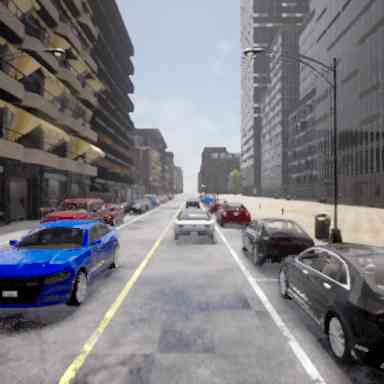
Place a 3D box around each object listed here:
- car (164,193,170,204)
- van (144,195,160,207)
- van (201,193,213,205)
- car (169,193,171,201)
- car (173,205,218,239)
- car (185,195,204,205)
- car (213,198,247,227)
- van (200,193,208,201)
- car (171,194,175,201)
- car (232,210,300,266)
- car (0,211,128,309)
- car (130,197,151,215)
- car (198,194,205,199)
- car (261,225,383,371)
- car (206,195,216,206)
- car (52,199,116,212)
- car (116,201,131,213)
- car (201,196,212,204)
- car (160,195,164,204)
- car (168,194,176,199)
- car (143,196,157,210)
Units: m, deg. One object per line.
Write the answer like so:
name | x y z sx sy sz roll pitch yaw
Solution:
car | -5.676 1.424 61.295 2.008 1.369 4.403 1 0 0
van | -5.673 1.247 44.587 1.690 1.788 3.998 1 0 0
van | 2.707 1.236 50.156 1.690 1.788 3.998 1 0 0
car | -5.675 1.388 66.696 1.752 1.417 4.829 1 0 0
car | 0.101 1.564 17.027 1.895 1.301 4.718 0 0 0
car | 0.102 1.456 43.550 2.033 1.411 5.357 0 0 0
car | 2.704 1.392 22.306 1.967 1.590 4.097 1 0 0
van | 2.708 1.182 78.004 1.690 1.788 3.998 1 0 0
car | -5.672 1.156 78.005 2.192 1.841 5.009 1 0 0
car | 2.702 1.526 11.167 2.008 1.369 4.403 1 0 0
car | -3.092 1.460 8.161 1.882 1.535 5.008 0 0 0
car | -5.677 1.494 33.448 1.947 1.339 4.313 1 0 0
car | 2.706 1.337 94.883 1.752 1.417 4.829 1 0 0
car | 2.702 1.538 5.599 2.008 1.369 4.403 1 0 0
car | 2.705 1.369 33.447 1.967 1.590 4.097 1 0 0
car | -5.674 1.279 16.738 2.192 1.841 5.009 1 0 0
car | -5.678 1.496 22.308 1.887 1.381 4.507 1 0 0
car | 2.704 1.455 61.294 1.802 1.307 4.206 1 0 0
car | -5.676 1.421 49.987 1.752 1.417 4.829 1 0 0
car | -5.675 1.357 94.714 1.887 1.381 4.507 1 0 0
car | -5.677 1.468 39.017 2.008 1.369 4.403 1 0 0
